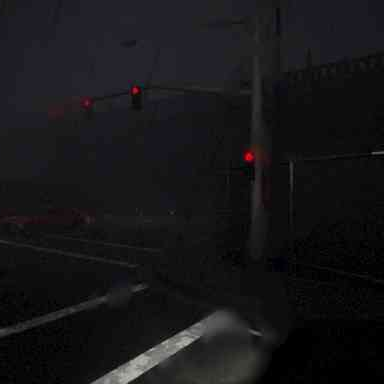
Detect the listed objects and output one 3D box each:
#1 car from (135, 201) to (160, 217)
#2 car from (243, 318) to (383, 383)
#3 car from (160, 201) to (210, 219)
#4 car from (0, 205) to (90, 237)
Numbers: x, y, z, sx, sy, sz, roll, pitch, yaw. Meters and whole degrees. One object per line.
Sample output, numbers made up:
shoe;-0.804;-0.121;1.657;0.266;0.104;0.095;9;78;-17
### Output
car;-3.075;1.603;32.330;2.033;1.411;5.357;0;0;35
car;2.940;1.547;1.869;5.357;1.411;2.033;0;0;36
car;-0.254;1.547;30.259;2.128;1.511;4.902;0;0;35
car;-8.185;1.528;18.846;1.882;1.535;5.008;0;0;33
